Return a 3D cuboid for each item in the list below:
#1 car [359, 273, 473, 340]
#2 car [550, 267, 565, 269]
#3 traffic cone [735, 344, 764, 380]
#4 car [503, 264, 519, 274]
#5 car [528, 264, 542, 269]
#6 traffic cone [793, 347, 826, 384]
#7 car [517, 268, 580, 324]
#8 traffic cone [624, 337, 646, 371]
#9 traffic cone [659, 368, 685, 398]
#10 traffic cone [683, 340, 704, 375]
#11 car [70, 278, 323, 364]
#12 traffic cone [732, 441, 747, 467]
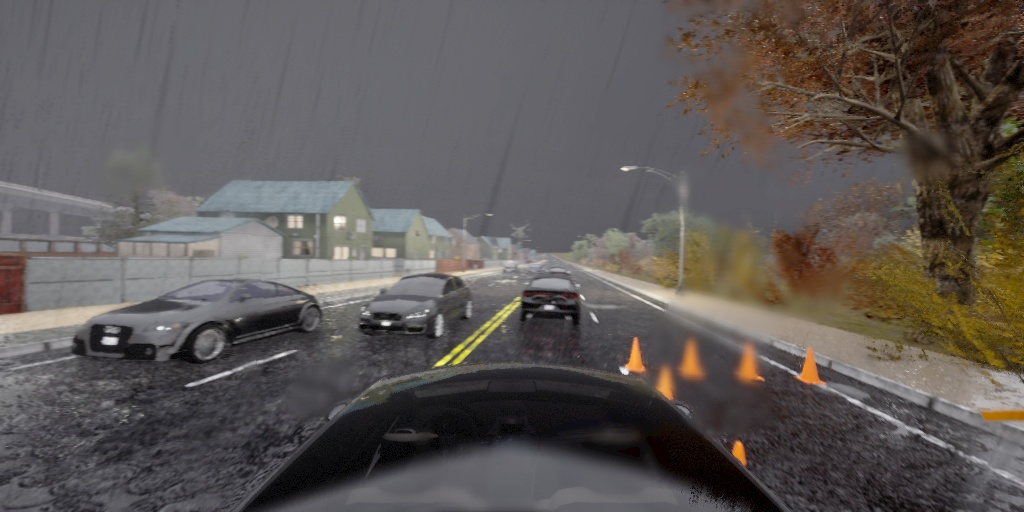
[{"bbox_3d":[-2.429,1.273,10.270,1.837,1.490,4.892,2,-1,8],"label":"car"},{"bbox_3d":[3.937,1.672,31.030,1.882,1.535,5.008,2,-1,8],"label":"car"},{"bbox_3d":[4.315,1.899,6.535,0.340,0.580,0.340,0,0,8],"label":"traffic cone"},{"bbox_3d":[-0.110,1.785,50.477,1.812,1.442,4.674,2,-1,8],"label":"car"},{"bbox_3d":[3.390,1.912,52.021,1.812,1.442,4.674,2,-1,8],"label":"car"},{"bbox_3d":[5.305,1.930,6.396,0.340,0.580,0.340,0,0,8],"label":"traffic cone"},{"bbox_3d":[1.436,1.400,13.022,1.882,1.535,5.008,2,-1,8],"label":"car"},{"bbox_3d":[2.336,1.839,6.810,0.340,0.580,0.340,0,0,8],"label":"traffic cone"},{"bbox_3d":[2.061,1.807,4.830,0.340,0.580,0.340,0,0,8],"label":"traffic cone"},{"bbox_3d":[3.326,1.869,6.672,0.340,0.580,0.340,0,0,8],"label":"traffic cone"},{"bbox_3d":[-6.074,1.185,7.641,1.994,1.385,4.181,2,-1,8],"label":"car"},{"bbox_3d":[1.786,1.776,2.849,0.340,0.580,0.340,0,0,8],"label":"traffic cone"}]
